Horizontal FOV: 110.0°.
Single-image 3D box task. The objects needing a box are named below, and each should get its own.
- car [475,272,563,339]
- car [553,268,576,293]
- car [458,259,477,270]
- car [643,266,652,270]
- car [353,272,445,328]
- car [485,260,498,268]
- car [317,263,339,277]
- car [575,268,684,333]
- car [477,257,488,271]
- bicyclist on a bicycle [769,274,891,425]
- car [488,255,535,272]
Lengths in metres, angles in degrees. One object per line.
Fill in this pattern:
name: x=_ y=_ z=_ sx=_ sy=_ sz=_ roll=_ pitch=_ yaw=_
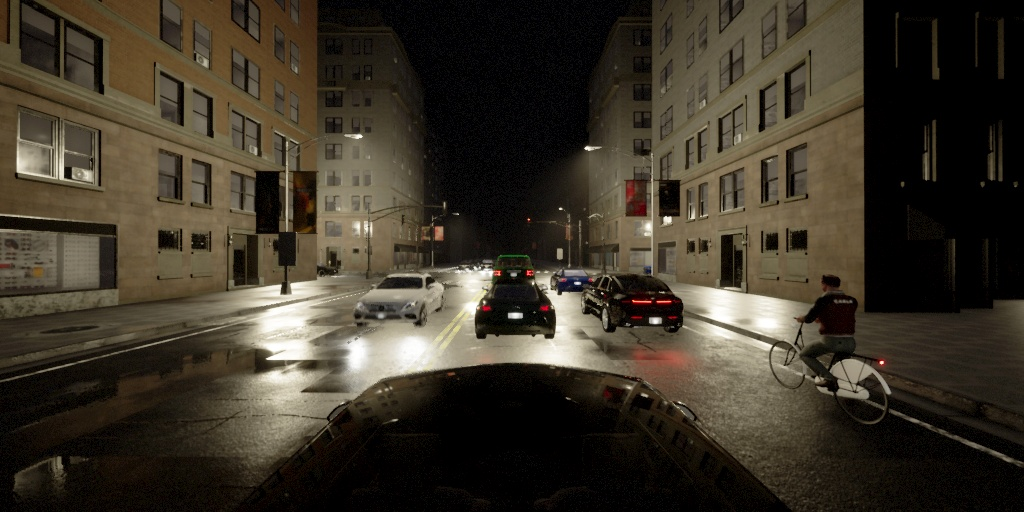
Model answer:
car: x=0.087 y=1.315 z=10.092 sx=1.994 sy=1.385 sz=4.181 roll=0 pitch=0 yaw=0
car: x=3.230 y=1.317 z=19.654 sx=1.994 sy=1.385 sz=4.181 roll=0 pitch=0 yaw=0
car: x=-6.642 y=1.292 z=52.312 sx=1.812 sy=1.442 sz=4.674 roll=0 pitch=0 yaw=0
car: x=16.365 y=1.290 z=37.648 sx=5.008 sy=1.535 sz=1.882 roll=0 pitch=0 yaw=0
car: x=-3.374 y=1.276 z=11.571 sx=1.812 sy=1.442 sz=4.674 roll=0 pitch=0 yaw=0
car: x=-3.392 y=1.369 z=60.320 sx=1.895 sy=1.301 sz=4.718 roll=0 pitch=0 yaw=0
car: x=-19.181 y=1.298 z=34.803 sx=4.181 sy=1.385 sz=1.994 roll=0 pitch=0 yaw=0
car: x=3.337 y=1.256 z=10.758 sx=1.837 sy=1.490 sz=4.892 roll=0 pitch=0 yaw=0
car: x=-3.394 y=1.257 z=51.056 sx=2.128 sy=1.511 sz=4.902 roll=0 pitch=0 yaw=0
bicyclist on a bicycle: x=4.140 y=1.121 z=4.862 sx=0.659 sy=1.776 sz=1.843 roll=0 pitch=0 yaw=0
car: x=0.080 y=0.975 z=19.505 sx=2.150 sy=2.045 sz=5.566 roll=0 pitch=0 yaw=0
